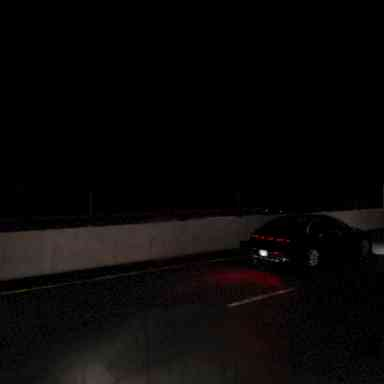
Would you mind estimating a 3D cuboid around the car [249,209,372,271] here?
[{"bbox_3d":[4.008,1.486,10.903,4.892,1.490,1.837,0,0,-36],"label":"car"}]

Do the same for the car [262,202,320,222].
[{"bbox_3d":[8.022,1.557,26.796,4.718,1.301,1.895,0,0,-34],"label":"car"}]
